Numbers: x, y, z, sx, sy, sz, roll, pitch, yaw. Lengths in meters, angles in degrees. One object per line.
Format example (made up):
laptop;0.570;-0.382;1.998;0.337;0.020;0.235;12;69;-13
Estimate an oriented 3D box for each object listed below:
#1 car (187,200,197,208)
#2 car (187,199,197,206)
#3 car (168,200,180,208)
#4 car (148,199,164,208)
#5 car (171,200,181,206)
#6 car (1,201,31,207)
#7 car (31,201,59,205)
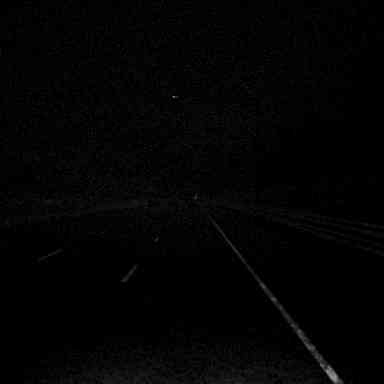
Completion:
car;-0.024;2.204;62.426;1.837;1.490;4.892;0;-1;0
car;-0.027;2.321;72.462;1.994;1.385;4.181;0;-1;0
car;-3.523;2.196;62.042;1.837;1.490;4.892;0;-1;0
car;-7.024;2.051;62.363;2.097;1.767;4.553;0;-1;0
car;-3.527;2.364;72.490;1.895;1.301;4.718;0;-1;0
car;-21.076;1.857;41.054;1.812;1.442;4.674;0;-1;0
car;-17.579;1.858;41.104;1.812;1.442;4.674;0;-1;0
